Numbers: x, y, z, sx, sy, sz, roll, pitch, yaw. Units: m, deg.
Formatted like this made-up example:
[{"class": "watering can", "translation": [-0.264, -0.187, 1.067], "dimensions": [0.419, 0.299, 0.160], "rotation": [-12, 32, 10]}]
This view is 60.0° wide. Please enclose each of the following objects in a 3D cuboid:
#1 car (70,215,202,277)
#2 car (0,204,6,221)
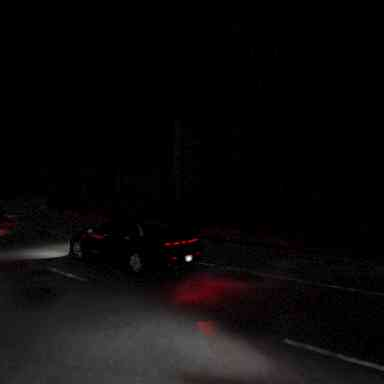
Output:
[{"class": "car", "translation": [-1.914, 1.468, 10.295], "dimensions": [4.892, 1.490, 1.837], "rotation": [1, 0, 41]}, {"class": "car", "translation": [-15.234, 1.380, 25.021], "dimensions": [1.812, 1.442, 4.674], "rotation": [0, 0, -36]}]
